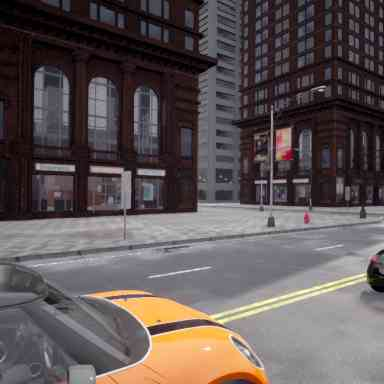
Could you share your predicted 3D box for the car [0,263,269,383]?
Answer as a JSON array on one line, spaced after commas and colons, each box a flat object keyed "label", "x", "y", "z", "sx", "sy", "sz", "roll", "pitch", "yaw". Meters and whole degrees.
[{"label": "car", "x": -1.525, "y": 1.352, "z": 2.351, "sx": 4.553, "sy": 1.767, "sz": 2.097, "roll": 0, "pitch": 0, "yaw": -36}]

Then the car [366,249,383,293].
[{"label": "car", "x": 5.903, "y": 1.576, "z": 7.670, "sx": 4.181, "sy": 1.385, "sz": 1.994, "roll": 0, "pitch": 0, "yaw": -35}]
